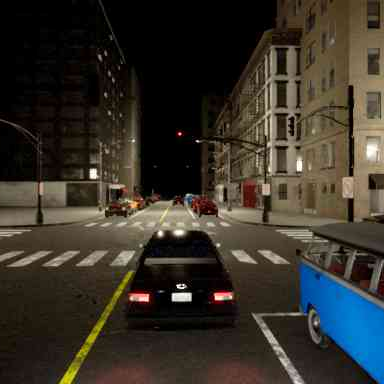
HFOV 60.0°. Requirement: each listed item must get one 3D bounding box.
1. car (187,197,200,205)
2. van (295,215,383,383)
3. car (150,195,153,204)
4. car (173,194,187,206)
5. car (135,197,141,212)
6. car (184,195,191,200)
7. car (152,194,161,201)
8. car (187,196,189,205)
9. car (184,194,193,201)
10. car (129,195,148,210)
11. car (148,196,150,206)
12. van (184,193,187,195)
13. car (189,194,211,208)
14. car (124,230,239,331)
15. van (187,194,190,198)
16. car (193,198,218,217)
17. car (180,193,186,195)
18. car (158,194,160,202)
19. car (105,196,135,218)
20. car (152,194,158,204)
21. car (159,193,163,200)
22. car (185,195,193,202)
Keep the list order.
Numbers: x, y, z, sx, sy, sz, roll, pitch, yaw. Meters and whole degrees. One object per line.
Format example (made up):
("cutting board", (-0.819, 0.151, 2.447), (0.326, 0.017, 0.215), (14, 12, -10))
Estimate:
("car", (0.221, 1.560, 57.580), (1.947, 1.339, 4.313), (0, 0, -2))
("van", (2.536, 1.341, 3.702), (1.690, 1.788, 3.998), (0, 0, -2))
("car", (-7.565, 1.562, 51.831), (1.947, 1.339, 4.313), (0, 0, -2))
("car", (-2.244, 1.521, 55.803), (1.812, 1.442, 4.674), (0, 0, -2))
("car", (-6.861, 1.524, 35.447), (1.752, 1.417, 4.829), (0, 0, -2))
("car", (-1.172, 1.527, 90.006), (1.887, 1.381, 4.507), (0, 0, -2))
("car", (-8.958, 1.424, 84.258), (1.967, 1.590, 4.097), (0, 0, -2))
("car", (0.685, 1.542, 46.771), (1.887, 1.381, 4.507), (0, 0, -2))
("car", (-0.940, 1.424, 84.602), (1.967, 1.590, 4.097), (0, 0, -2))
("car", (-7.100, 1.313, 41.022), (2.192, 1.841, 5.009), (0, 0, -2))
("car", (-7.325, 1.523, 46.256), (1.752, 1.417, 4.829), (0, 0, -2))
("van", (-0.475, 1.329, 73.793), (1.690, 1.788, 3.998), (0, 0, -2))
("car", (1.150, 1.314, 35.961), (2.192, 1.841, 5.009), (0, 0, -2))
("car", (-0.257, 1.547, 7.258), (2.033, 1.411, 5.357), (0, 0, -2))
("van", (0.453, 1.337, 52.176), (1.690, 1.788, 3.998), (0, 0, -2))
("car", (1.382, 1.544, 30.557), (1.887, 1.381, 4.507), (0, 0, -2))
("car", (-2.974, 1.532, 71.175), (2.033, 1.411, 5.357), (0, 0, -2))
("car", (-8.261, 1.556, 68.044), (1.947, 1.339, 4.313), (0, 0, -2))
("car", (-6.636, 1.439, 30.213), (1.967, 1.590, 4.097), (0, 0, -2))
("car", (-8.029, 1.543, 62.640), (2.008, 1.369, 4.403), (0, 0, -2))
("car", (-8.725, 1.301, 78.853), (2.192, 1.841, 5.009), (0, 0, -2))
("car", (-0.715, 1.511, 79.368), (1.752, 1.417, 4.829), (0, 0, -2))
